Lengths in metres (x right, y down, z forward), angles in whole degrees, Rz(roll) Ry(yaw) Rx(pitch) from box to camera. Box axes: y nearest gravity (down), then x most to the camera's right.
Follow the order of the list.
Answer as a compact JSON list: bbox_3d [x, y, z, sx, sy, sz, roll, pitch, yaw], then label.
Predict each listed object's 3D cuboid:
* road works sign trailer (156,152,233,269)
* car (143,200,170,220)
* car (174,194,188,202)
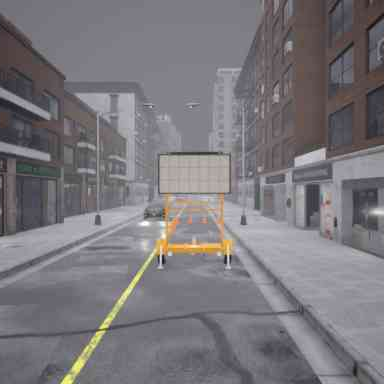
[{"bbox_3d":[0.085,0.463,11.170,2.380,3.560,2.880,0,0,0],"label":"road works sign trailer"},{"bbox_3d":[-2.888,1.497,27.789,1.837,1.490,4.892,0,0,0],"label":"car"},{"bbox_3d":[-2.473,1.307,68.832,2.097,1.767,4.553,0,0,0],"label":"car"}]
